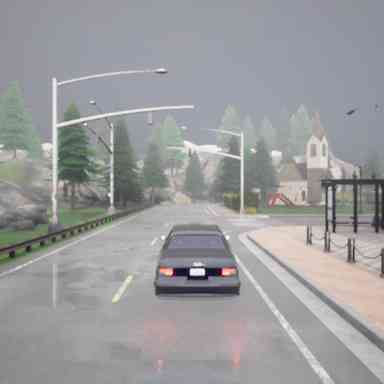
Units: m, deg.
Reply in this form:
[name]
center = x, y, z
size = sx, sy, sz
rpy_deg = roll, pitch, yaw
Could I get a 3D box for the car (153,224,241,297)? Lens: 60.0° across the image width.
[car]
center = 0.103, 1.553, 8.762
size = 2.033, 1.411, 5.357
rpy_deg = 0, 0, 0
